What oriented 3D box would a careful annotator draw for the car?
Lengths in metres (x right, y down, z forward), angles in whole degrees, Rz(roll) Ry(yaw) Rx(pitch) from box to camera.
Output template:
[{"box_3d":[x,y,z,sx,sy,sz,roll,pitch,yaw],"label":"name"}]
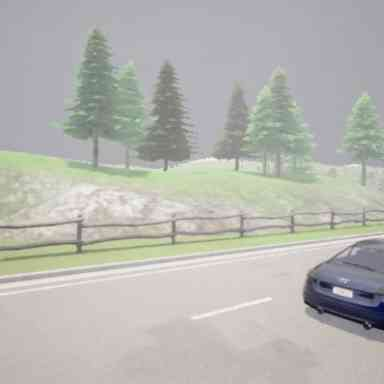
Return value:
[{"box_3d":[4.142,1.657,6.697,4.181,1.385,1.994,1,0,-35],"label":"car"}]
